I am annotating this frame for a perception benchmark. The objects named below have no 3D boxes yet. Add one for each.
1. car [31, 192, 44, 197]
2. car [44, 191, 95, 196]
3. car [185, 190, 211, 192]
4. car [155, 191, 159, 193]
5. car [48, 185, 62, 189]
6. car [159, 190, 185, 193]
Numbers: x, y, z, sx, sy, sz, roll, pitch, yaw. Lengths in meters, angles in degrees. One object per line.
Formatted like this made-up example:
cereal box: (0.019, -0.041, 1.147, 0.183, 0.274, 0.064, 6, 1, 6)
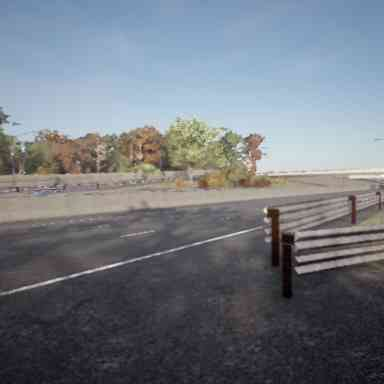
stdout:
car: (-13.446, 0.939, 31.304, 1.895, 1.301, 4.718, 0, 1, 36)
car: (-10.220, 0.826, 29.789, 1.837, 1.490, 4.892, 0, 1, 36)
car: (1.822, 0.447, 46.392, 2.033, 1.411, 5.357, 0, 1, 36)
car: (-4.477, 0.452, 49.633, 1.812, 1.442, 4.674, 0, 1, 36)
car: (-24.987, -0.519, 59.172, 2.033, 1.411, 5.357, -1, 3, 15)
car: (-2.044, 0.444, 47.033, 1.837, 1.490, 4.892, 0, 1, 36)
